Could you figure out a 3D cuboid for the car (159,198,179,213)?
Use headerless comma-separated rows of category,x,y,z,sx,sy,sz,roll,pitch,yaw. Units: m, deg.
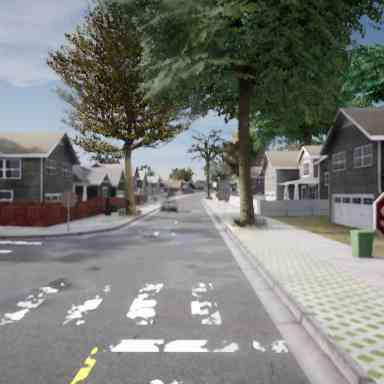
car,-2.451,1.497,36.585,1.837,1.490,4.892,0,1,0
